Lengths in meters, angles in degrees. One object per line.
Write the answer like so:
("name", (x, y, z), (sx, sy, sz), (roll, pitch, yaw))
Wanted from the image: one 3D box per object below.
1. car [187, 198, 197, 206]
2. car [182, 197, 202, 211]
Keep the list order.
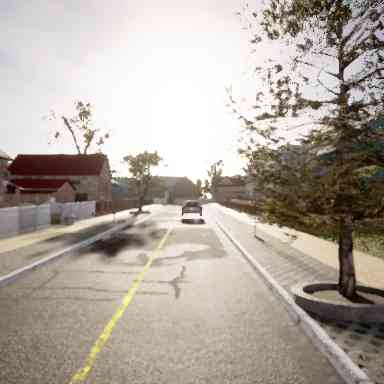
("car", (-0.010, 1.798, 63.175), (1.837, 1.490, 4.892), (0, -1, 0))
("car", (-0.005, 1.469, 31.025), (1.994, 1.385, 4.181), (0, 0, 0))
